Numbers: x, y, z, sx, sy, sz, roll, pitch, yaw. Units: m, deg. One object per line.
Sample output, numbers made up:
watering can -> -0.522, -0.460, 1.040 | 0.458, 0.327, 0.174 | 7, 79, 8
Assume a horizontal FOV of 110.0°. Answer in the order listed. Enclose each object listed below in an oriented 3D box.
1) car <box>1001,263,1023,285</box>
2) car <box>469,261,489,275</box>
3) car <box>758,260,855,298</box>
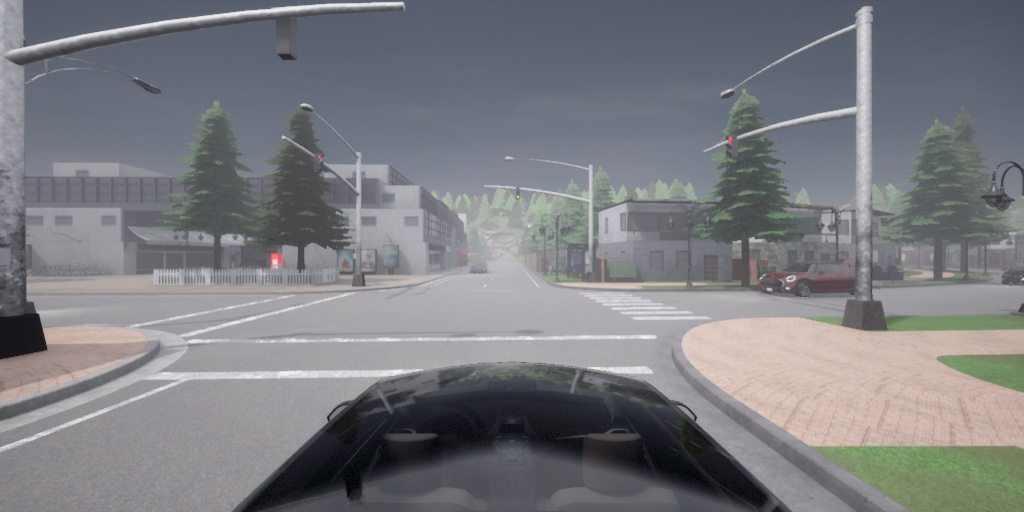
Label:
car -> 34.683, 1.224, 23.914 | 4.892, 1.490, 1.837 | 0, 0, -27
car -> -3.573, 1.302, 39.644 | 1.837, 1.490, 4.892 | 0, 1, 0
car -> 14.876, 1.078, 17.918 | 4.553, 1.767, 2.097 | 0, 0, -8
